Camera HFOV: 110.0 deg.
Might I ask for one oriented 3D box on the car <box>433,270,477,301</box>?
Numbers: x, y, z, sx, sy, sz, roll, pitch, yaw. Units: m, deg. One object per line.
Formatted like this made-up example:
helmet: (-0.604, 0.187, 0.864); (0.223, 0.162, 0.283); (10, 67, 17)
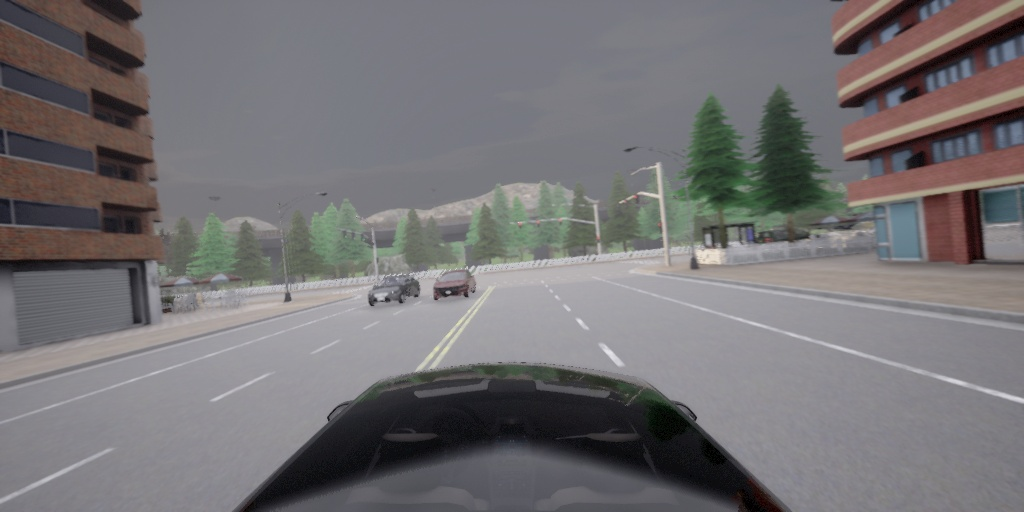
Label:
car: (-3.224, 1.580, 20.772); (1.882, 1.535, 5.008); (-5, 0, 1)

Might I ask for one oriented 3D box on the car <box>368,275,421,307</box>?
car: (-6.707, 1.924, 20.830); (2.128, 1.511, 4.902); (-5, 0, 1)

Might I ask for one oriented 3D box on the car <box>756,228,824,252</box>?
car: (25.517, -1.493, 32.884); (5.566, 2.045, 2.150); (-6, 0, 2)
